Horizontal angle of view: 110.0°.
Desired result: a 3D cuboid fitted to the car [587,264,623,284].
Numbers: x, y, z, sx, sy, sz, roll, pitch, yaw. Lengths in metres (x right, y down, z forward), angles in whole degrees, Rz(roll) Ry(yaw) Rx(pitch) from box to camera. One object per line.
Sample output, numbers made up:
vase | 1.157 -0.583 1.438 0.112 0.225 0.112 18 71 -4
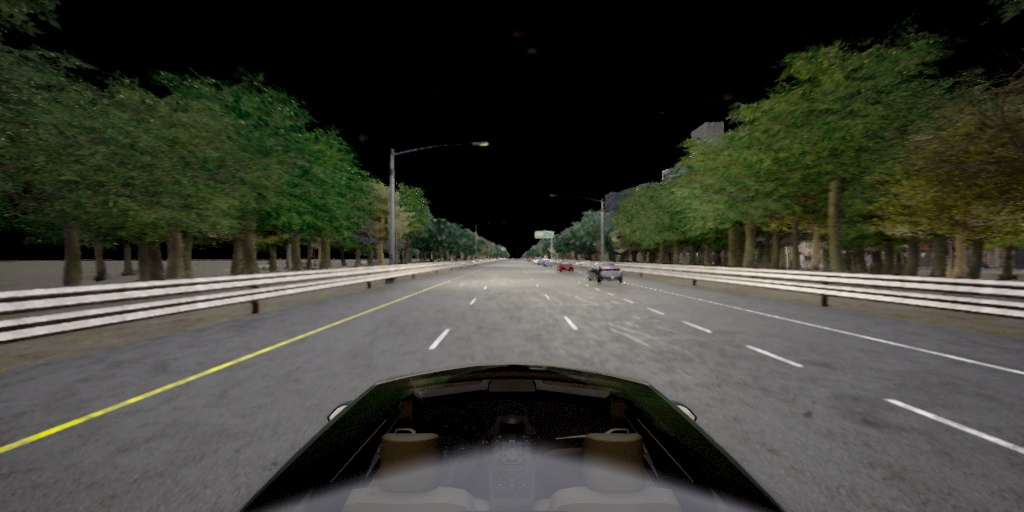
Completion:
car | 7.038 1.322 27.504 2.128 1.511 4.902 0 0 0

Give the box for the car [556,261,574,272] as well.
car | 7.125 1.402 48.515 1.882 1.535 5.008 0 0 0
